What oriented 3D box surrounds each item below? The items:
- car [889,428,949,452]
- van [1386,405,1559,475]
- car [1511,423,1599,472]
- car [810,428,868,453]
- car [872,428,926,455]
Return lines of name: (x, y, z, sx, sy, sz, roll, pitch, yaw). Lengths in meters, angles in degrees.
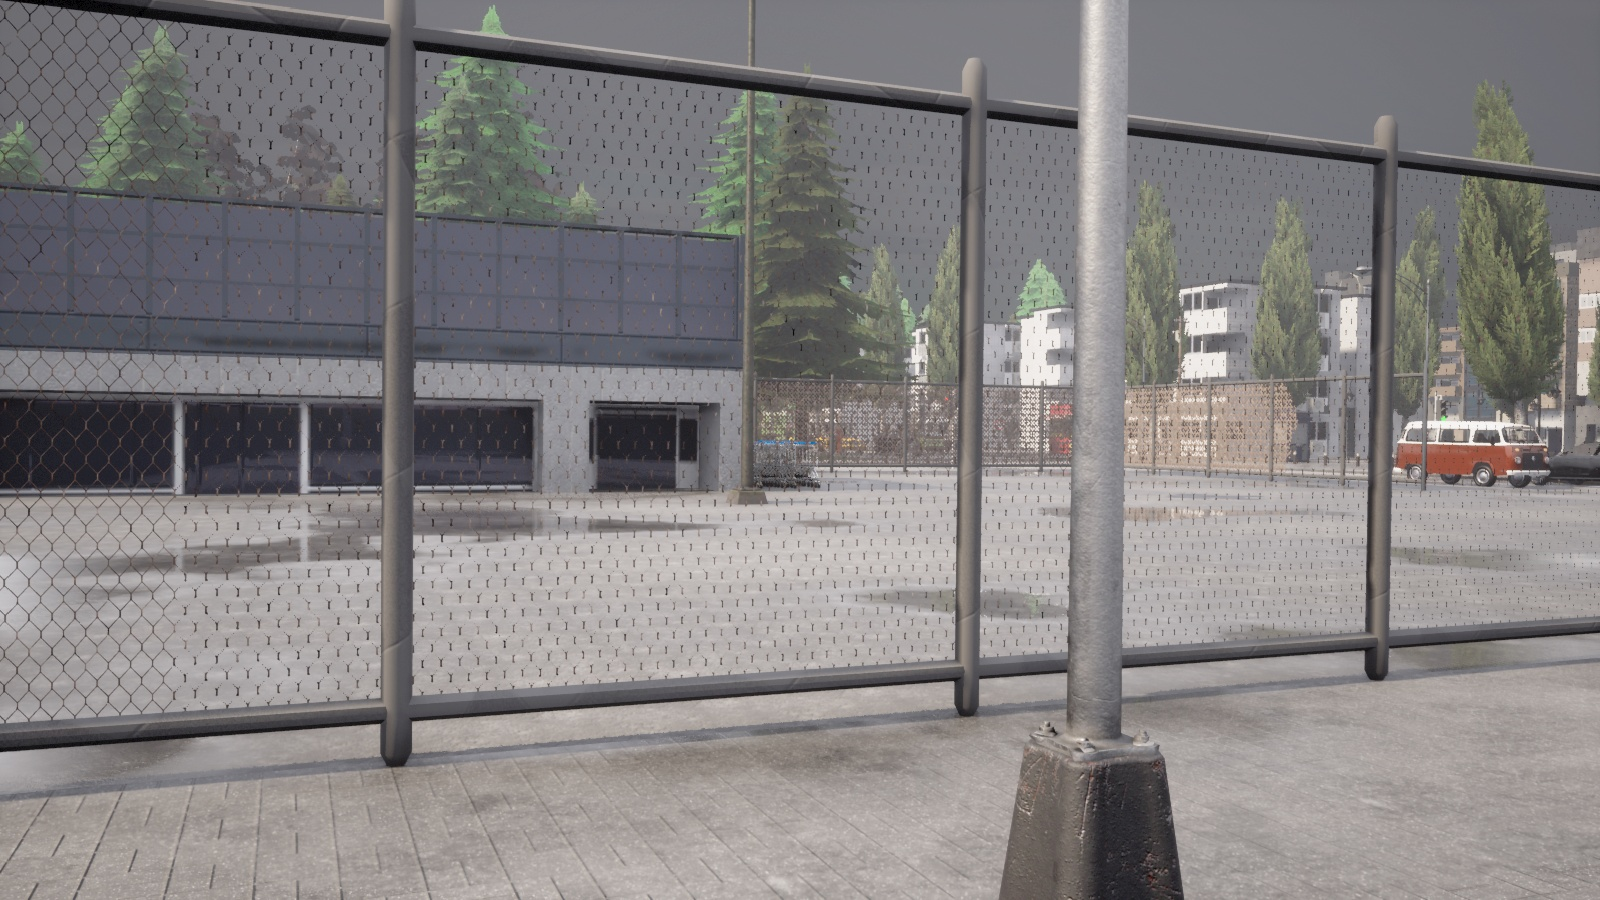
car: (7.713, -0.671, 81.941, 2.007, 1.525, 4.514, -1, 1, -22)
van: (20.856, -0.341, 39.153, 2.069, 2.038, 4.480, -1, 1, -22)
car: (25.147, -0.112, 39.235, 2.163, 1.488, 4.792, -1, 1, -22)
car: (2.559, -0.657, 83.993, 1.801, 1.575, 5.366, -1, 1, -22)
car: (5.938, -0.520, 75.749, 1.789, 1.549, 3.705, -1, 1, -21)
